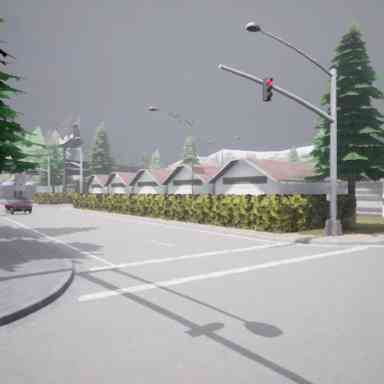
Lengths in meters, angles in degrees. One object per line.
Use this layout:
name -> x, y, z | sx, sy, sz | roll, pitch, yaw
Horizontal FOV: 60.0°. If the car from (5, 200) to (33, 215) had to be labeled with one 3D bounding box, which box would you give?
car -> -17.499, 1.484, 33.626 | 1.895, 1.301, 4.718 | 0, 0, -36
